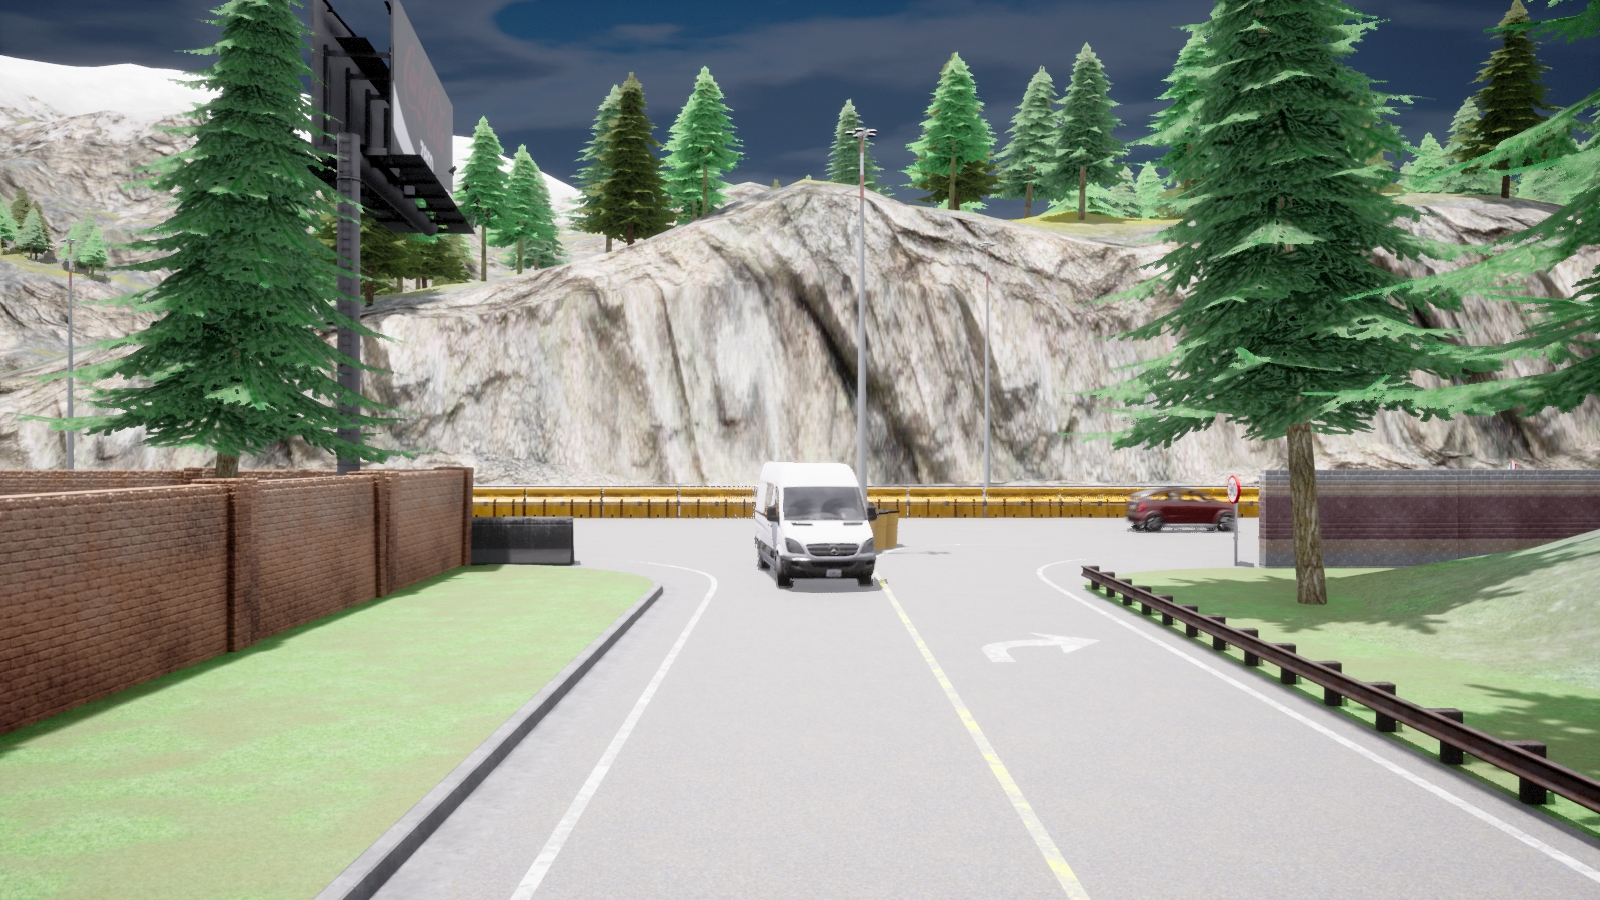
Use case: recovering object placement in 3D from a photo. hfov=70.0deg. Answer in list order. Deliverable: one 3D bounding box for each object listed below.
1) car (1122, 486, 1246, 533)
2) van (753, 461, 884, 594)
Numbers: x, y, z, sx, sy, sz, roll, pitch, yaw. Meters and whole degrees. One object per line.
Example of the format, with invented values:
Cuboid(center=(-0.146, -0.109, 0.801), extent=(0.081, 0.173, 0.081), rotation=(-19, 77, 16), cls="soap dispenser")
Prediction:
Cuboid(center=(13.345, 2.050, 39.824), extent=(3.705, 1.549, 1.789), rotation=(0, 0, -1), cls="car")
Cuboid(center=(0.244, 1.538, 25.347), extent=(1.988, 2.561, 5.915), rotation=(0, 0, -8), cls="van")
